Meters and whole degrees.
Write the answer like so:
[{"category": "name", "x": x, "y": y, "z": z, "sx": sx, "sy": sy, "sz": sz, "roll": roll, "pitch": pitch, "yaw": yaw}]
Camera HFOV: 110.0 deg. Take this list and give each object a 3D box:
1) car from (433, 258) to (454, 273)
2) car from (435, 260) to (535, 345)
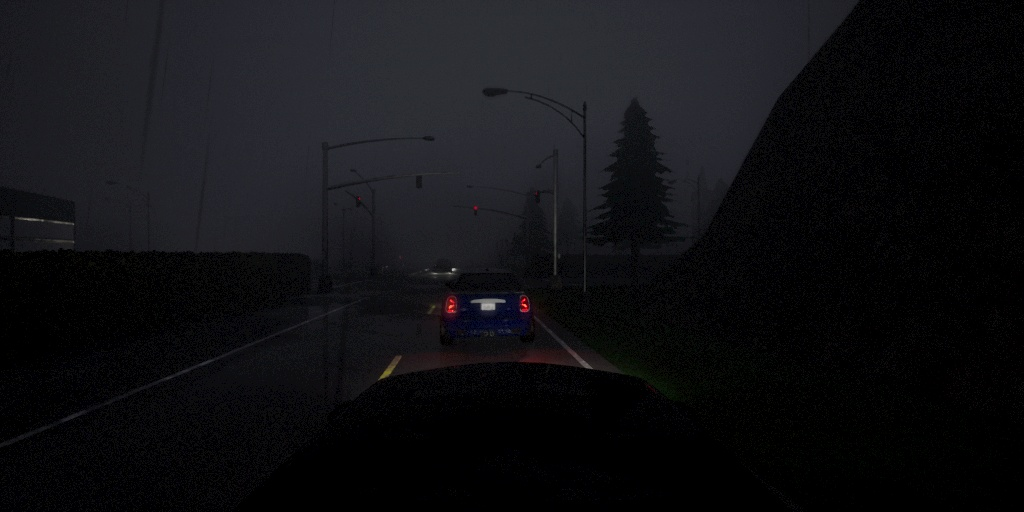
[{"category": "car", "x": -8.451, "y": 1.098, "z": 43.760, "sx": 2.097, "sy": 1.767, "sz": 4.553, "roll": 0, "pitch": 0, "yaw": -7}, {"category": "car", "x": -0.737, "y": 1.101, "z": 9.753, "sx": 2.097, "sy": 1.767, "sz": 4.553, "roll": 0, "pitch": 0, "yaw": -6}]
